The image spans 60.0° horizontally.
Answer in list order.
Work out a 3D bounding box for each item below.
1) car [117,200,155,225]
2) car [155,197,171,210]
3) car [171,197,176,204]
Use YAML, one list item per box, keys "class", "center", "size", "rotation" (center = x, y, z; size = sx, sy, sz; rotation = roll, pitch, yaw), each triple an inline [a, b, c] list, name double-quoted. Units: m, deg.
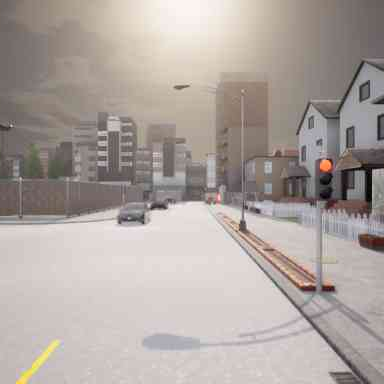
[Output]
- class: "car"
  center: [-4.112, 1.506, 24.121]
  size: [1.837, 1.490, 4.892]
  rotation: [0, 0, 0]
- class: "car"
  center: [-4.120, 1.601, 42.512]
  size: [1.895, 1.301, 4.718]
  rotation: [0, 0, 0]
- class: "car"
  center: [-4.034, 1.566, 62.640]
  size: [1.994, 1.385, 4.181]
  rotation: [0, 0, 0]
